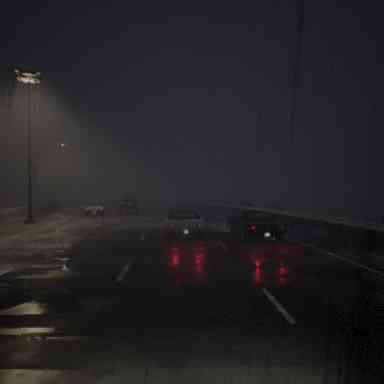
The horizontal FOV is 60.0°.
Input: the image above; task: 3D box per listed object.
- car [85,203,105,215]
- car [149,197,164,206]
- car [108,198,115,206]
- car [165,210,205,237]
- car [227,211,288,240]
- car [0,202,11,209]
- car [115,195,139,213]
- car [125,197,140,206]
[{"bbox_3d":[-10.397,1.789,35.871,1.895,1.301,4.718,-1,0,-13],"label":"car"},{"bbox_3d":[-6.475,1.664,59.615,2.128,1.511,4.902,0,0,-20],"label":"car"},{"bbox_3d":[-14.142,1.778,60.313,1.837,1.490,4.892,1,-1,-22],"label":"car"},{"bbox_3d":[-0.546,1.635,18.309,1.895,1.301,4.718,-1,0,-7],"label":"car"},{"bbox_3d":[3.093,1.586,16.898,1.895,1.301,4.718,-1,0,-6],"label":"car"},{"bbox_3d":[-22.090,1.820,37.636,1.882,1.535,5.008,-1,0,-13],"label":"car"},{"bbox_3d":[-7.491,1.377,38.944,2.150,2.045,5.566,0,0,-15],"label":"car"},{"bbox_3d":[-11.157,1.763,62.240,1.812,1.442,4.674,0,0,-22],"label":"car"}]
